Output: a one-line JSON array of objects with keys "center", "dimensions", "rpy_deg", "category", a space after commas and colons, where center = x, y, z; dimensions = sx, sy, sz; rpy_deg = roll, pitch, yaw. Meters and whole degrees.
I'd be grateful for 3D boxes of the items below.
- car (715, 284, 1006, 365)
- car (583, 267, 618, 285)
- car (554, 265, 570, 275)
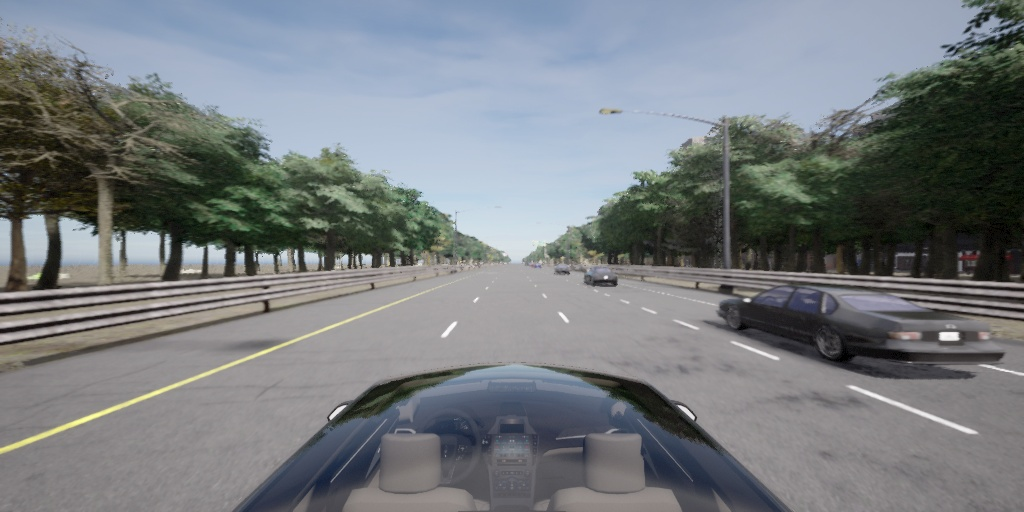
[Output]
[{"center": [6.999, 1.347, 8.255], "dimensions": [2.033, 1.411, 5.357], "rpy_deg": [0, 0, 0], "category": "car"}, {"center": [7.029, 1.587, 28.806], "dimensions": [1.994, 1.385, 4.181], "rpy_deg": [0, -1, 0], "category": "car"}, {"center": [7.114, 1.943, 51.687], "dimensions": [2.033, 1.411, 5.357], "rpy_deg": [0, -1, 0], "category": "car"}]
